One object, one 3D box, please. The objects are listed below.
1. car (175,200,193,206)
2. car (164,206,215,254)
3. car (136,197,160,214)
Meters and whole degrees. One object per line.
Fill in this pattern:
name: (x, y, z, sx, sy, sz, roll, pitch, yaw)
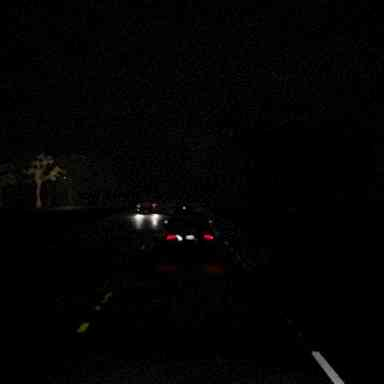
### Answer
car: (-0.827, 1.558, 34.548, 1.994, 1.385, 4.181, 0, 0, -2)
car: (-0.135, 1.523, 13.345, 2.033, 1.411, 5.357, 0, 0, -1)
car: (-4.519, 1.345, 34.475, 2.097, 1.767, 4.553, 0, 0, -2)
